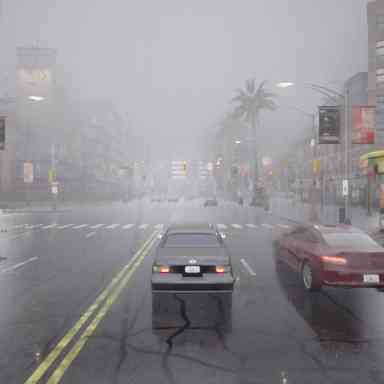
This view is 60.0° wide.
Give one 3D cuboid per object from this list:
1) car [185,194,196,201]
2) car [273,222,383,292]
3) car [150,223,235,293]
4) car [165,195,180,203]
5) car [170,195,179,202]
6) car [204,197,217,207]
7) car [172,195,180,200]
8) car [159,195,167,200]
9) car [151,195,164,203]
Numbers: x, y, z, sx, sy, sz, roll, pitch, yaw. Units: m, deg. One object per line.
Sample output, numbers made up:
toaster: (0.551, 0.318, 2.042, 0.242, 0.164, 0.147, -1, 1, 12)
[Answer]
car: (-0.781, 1.525, 86.292, 2.128, 1.511, 4.902, 0, 0, -1)
car: (3.498, 1.526, 8.805, 1.812, 1.442, 4.674, 0, 0, 0)
car: (-0.001, 1.547, 8.961, 2.033, 1.411, 5.357, 0, 0, 0)
car: (-4.148, 1.478, 71.718, 1.882, 1.535, 5.008, 0, 0, -1)
car: (-4.232, 1.524, 80.913, 1.812, 1.442, 4.674, 0, 0, -1)
car: (2.880, 1.526, 51.898, 1.812, 1.442, 4.674, 0, 0, 5)
car: (-4.326, 1.500, 90.963, 1.837, 1.490, 4.892, 0, 0, -1)
car: (-7.824, 1.595, 90.598, 1.895, 1.301, 4.718, 0, 0, -1)
car: (-7.643, 1.524, 71.178, 1.812, 1.442, 4.674, 0, 0, -1)
